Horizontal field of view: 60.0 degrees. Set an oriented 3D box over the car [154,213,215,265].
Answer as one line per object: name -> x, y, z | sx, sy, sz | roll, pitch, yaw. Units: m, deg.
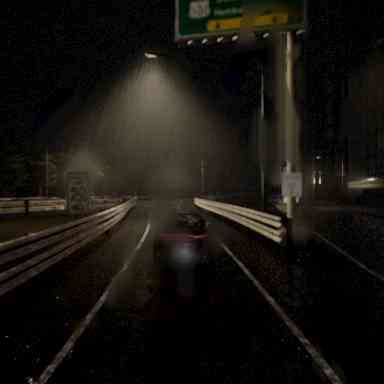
car -> -0.313, 1.484, 11.715 | 2.128, 1.511, 4.902 | 0, 0, -3
